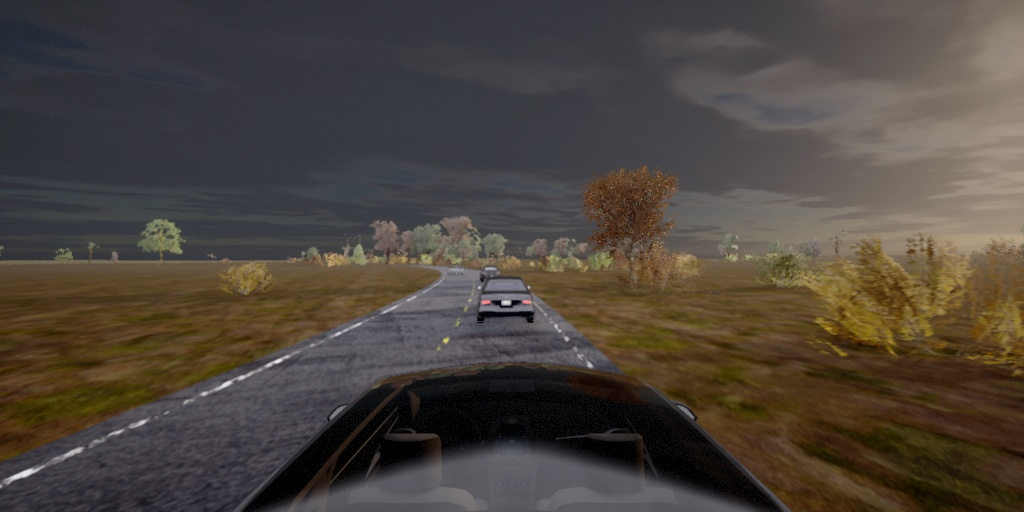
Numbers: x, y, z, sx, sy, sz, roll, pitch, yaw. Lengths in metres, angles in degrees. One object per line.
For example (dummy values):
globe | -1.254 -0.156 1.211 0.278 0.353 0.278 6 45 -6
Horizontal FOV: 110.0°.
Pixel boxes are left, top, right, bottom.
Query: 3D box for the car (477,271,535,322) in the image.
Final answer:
car | -0.258 1.415 12.793 2.033 1.411 5.357 0 -1 -2

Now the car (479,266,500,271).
car | -2.063 1.625 33.743 1.812 1.442 4.674 0 -1 -7

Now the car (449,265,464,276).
car | -7.219 1.849 46.537 1.895 1.301 4.718 0 -1 -10
